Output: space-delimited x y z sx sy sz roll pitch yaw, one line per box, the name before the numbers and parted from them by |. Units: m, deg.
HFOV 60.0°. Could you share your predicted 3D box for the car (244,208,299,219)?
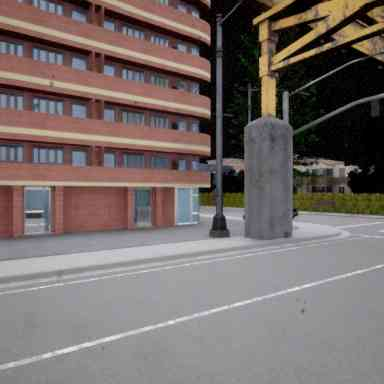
car | 6.762 1.601 28.508 1.895 1.301 4.718 0 0 -35
